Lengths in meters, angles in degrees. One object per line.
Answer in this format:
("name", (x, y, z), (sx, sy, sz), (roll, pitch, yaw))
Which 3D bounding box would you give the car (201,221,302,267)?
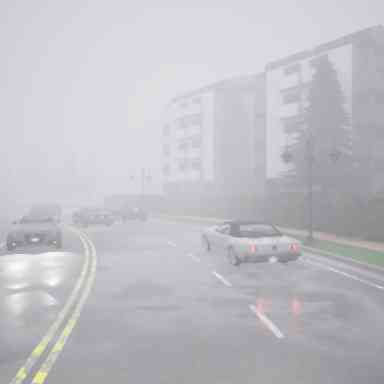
("car", (1.771, 1.659, 11.726), (1.895, 1.301, 4.718), (0, 0, -14))

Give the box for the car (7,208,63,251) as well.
("car", (-6.733, 1.640, 14.510), (1.994, 1.385, 4.181), (0, 0, -22))

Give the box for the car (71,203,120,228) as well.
("car", (-7.071, 1.668, 23.346), (2.033, 1.411, 5.357), (0, 0, -31))

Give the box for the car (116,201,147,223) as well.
("car", (-5.457, 1.489, 27.049), (2.097, 1.767, 4.553), (0, 0, -34))

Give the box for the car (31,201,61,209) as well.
("car", (-14.539, 1.664, 33.000), (2.128, 1.511, 4.902), (0, 0, -41))
